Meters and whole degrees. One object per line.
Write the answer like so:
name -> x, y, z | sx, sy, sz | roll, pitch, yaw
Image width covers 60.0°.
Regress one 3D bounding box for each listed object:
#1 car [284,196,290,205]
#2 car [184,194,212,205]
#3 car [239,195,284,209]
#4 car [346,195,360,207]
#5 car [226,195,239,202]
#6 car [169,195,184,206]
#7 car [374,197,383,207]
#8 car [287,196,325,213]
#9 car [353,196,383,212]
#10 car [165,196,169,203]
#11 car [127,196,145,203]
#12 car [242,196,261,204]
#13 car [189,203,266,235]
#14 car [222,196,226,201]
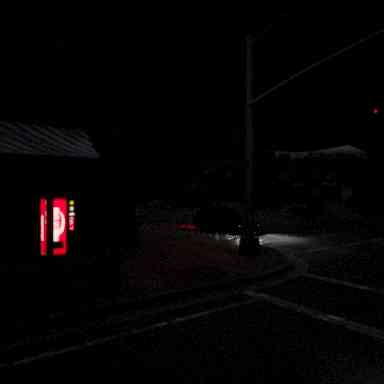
car -> 17.958, 1.521, 59.465 | 4.514, 1.523, 2.007 | 0, 0, -36
car -> 1.226, 1.288, 51.748 | 3.866, 1.878, 1.905 | 0, 0, -36
car -> 8.680, 1.365, 41.349 | 5.027, 1.636, 2.152 | 0, 0, -36
car -> 24.637, 1.320, 48.927 | 4.605, 1.855, 1.932 | 0, 0, -36
car -> 11.505, 1.558, 81.710 | 5.027, 1.636, 2.152 | 0, 0, -36
car -> -0.802, 1.308, 53.869 | 4.605, 1.855, 1.932 | 0, 0, -36
car -> 31.506, 1.589, 53.898 | 3.806, 1.475, 1.970 | 0, 0, -36
car -> 12.682, 1.444, 36.322 | 3.806, 1.475, 1.970 | 0, 0, -36
car -> 20.545, 1.514, 37.453 | 4.514, 1.523, 2.007 | 0, 0, -36
car -> -3.751, 1.600, 70.954 | 3.806, 1.475, 1.970 | 0, 0, -36
car -> -11.519, 1.585, 69.052 | 3.633, 1.501, 1.845 | 0, 0, -36
car -> 12.170, 1.542, 67.611 | 3.633, 1.501, 1.845 | 0, 0, -36
car -> 1.993, 1.758, 20.356 | 1.837, 1.490, 4.892 | 0, 1, -36
car -> 9.634, 1.567, 84.229 | 4.514, 1.523, 2.007 | 0, 0, -36
